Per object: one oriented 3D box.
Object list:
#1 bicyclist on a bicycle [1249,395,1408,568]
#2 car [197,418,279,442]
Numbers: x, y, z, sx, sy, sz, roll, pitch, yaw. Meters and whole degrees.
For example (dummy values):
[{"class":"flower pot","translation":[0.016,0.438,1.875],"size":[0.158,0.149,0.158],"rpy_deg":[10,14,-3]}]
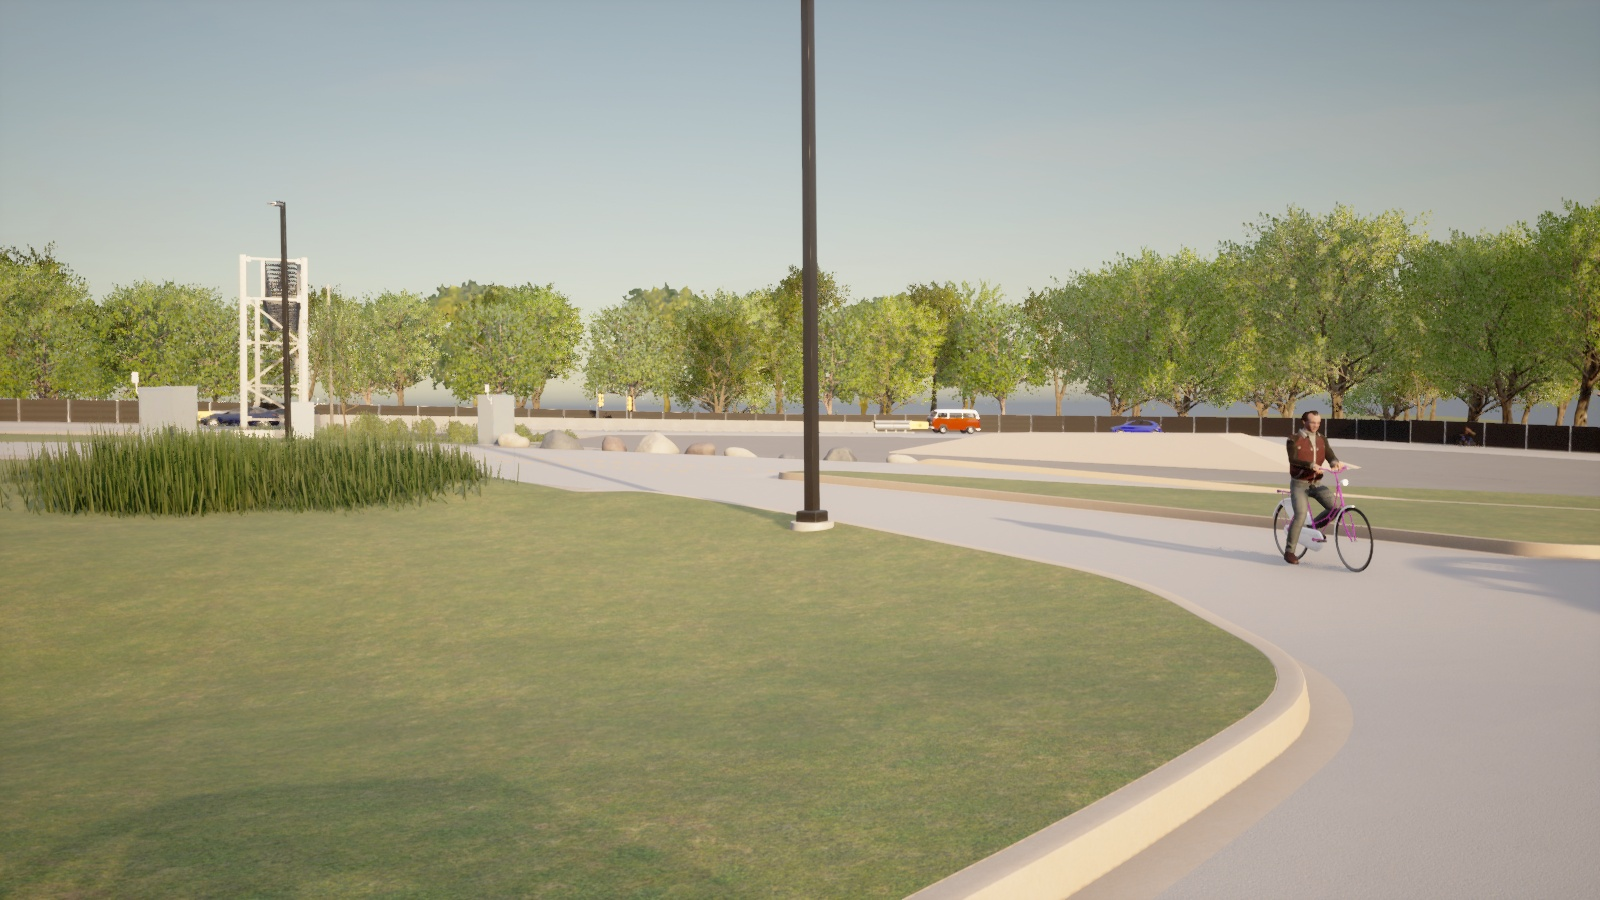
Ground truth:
[{"class":"bicyclist on a bicycle","translation":[5.856,0.310,14.044],"size":[0.659,1.776,1.843],"rpy_deg":[-2,1,-12]},{"class":"car","translation":[-36.902,-1.332,82.571],"size":[4.792,1.488,2.163],"rpy_deg":[-1,2,-22]}]
